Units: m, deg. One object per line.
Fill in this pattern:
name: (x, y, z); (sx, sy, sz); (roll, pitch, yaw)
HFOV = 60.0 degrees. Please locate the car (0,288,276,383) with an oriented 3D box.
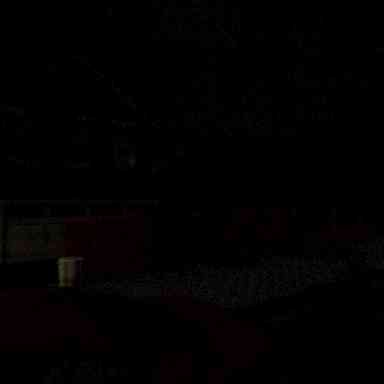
car: (-1.673, 1.477, 1.878); (5.008, 1.535, 1.882); (0, 0, -35)
